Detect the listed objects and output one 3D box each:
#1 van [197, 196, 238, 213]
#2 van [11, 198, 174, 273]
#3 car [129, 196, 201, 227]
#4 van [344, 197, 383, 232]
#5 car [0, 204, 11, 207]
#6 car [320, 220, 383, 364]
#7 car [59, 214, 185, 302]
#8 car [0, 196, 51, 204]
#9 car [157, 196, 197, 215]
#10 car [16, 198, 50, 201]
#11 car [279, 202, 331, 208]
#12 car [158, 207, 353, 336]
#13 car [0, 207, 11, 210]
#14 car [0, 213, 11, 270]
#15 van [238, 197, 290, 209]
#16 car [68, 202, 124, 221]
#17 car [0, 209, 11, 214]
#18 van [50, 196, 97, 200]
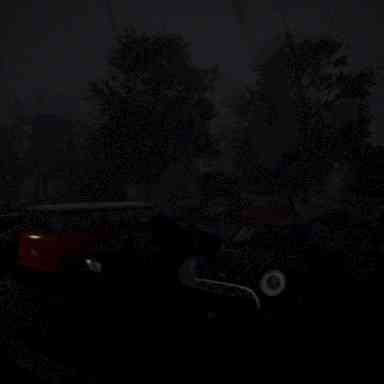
[{"bbox_3d":[2.530,1.334,22.292,1.878,1.987,4.442,-1,0,36],"label":"van"},{"bbox_3d":[-2.786,1.315,10.291,1.878,1.987,4.442,-1,0,36],"label":"van"},{"bbox_3d":[-1.914,1.355,25.601,2.435,2.045,5.566,-1,0,36],"label":"car"},{"bbox_3d":[9.292,1.265,17.435,1.878,1.987,4.442,0,0,35],"label":"van"},{"bbox_3d":[-11.973,1.632,16.532,1.946,1.575,5.366,-1,0,36],"label":"car"},{"bbox_3d":[3.903,1.479,5.324,2.231,1.521,4.892,0,0,36],"label":"car"},{"bbox_3d":[-0.582,1.546,8.596,2.163,1.488,4.792,-1,0,36],"label":"car"},{"bbox_3d":[-17.753,1.522,37.003,2.435,2.045,5.566,-1,0,36],"label":"car"},{"bbox_3d":[0.334,1.332,23.982,2.435,2.045,5.566,-1,0,36],"label":"car"},{"bbox_3d":[-15.389,1.748,35.329,2.097,1.535,5.008,-1,0,36],"label":"car"},{"bbox_3d":[7.099,1.512,19.153,2.097,1.535,5.008,-1,0,36],"label":"car"},{"bbox_3d":[1.669,1.370,6.978,2.185,1.767,4.553,0,0,36],"label":"car"},{"bbox_3d":[-9.629,1.641,15.037,2.163,1.488,4.792,-1,0,36],"label":"car"},{"bbox_3d":[-5.123,1.594,11.793,2.163,1.488,4.792,-1,0,36],"label":"car"},{"bbox_3d":[4.915,1.310,20.863,1.878,1.987,4.442,-1,0,36],"label":"van"},{"bbox_3d":[-8.740,1.719,30.553,2.002,1.452,4.674,-1,0,36],"label":"car"},{"bbox_3d":[-7.376,1.617,13.415,2.163,1.488,4.792,-1,0,36],"label":"car"},{"bbox_3d":[-10.924,1.476,32.266,1.878,1.987,4.442,-1,0,36],"label":"van"}]
